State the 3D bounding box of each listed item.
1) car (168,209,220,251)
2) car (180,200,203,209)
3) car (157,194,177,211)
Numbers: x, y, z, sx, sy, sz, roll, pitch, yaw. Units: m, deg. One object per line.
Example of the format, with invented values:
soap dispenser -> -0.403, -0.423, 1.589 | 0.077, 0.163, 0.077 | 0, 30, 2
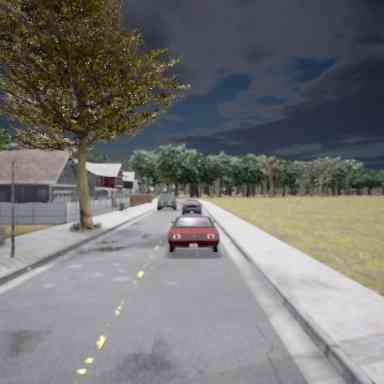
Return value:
car -> 0.054, 1.602, 13.979 | 1.895, 1.301, 4.718 | 0, 0, 0
car -> -0.010, 1.508, 31.438 | 1.837, 1.490, 4.892 | 0, 0, 0
car -> -2.987, 1.224, 40.688 | 2.150, 2.045, 5.566 | 0, 0, 0
